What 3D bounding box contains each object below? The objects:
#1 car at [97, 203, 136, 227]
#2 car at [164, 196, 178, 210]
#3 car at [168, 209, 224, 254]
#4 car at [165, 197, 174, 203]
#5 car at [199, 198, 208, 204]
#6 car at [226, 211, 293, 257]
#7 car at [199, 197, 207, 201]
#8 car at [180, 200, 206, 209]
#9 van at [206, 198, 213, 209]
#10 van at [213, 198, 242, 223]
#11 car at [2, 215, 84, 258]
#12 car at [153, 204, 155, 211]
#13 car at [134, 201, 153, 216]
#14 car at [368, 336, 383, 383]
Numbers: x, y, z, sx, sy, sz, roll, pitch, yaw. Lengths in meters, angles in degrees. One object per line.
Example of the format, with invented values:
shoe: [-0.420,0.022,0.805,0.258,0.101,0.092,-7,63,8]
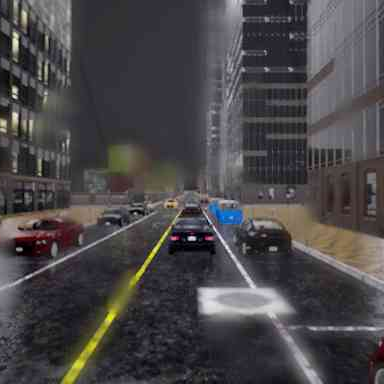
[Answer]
car: [-5.687,1.761,24.607,1.947,1.339,4.313,0,0,0]
car: [-3.003,1.793,48.244,1.882,1.535,5.008,0,-1,0]
car: [0.002,1.671,13.994,2.033,1.411,5.357,0,0,0]
car: [-5.682,2.048,85.491,2.008,1.369,4.403,0,0,0]
car: [2.699,2.035,79.810,1.947,1.339,4.313,0,0,0]
car: [2.692,1.668,13.203,2.008,1.369,4.403,0,0,0]
car: [2.699,1.881,74.130,1.967,1.590,4.097,0,0,0]
car: [0.007,1.728,29.298,1.837,1.490,4.892,0,0,0]
van: [2.778,1.595,36.006,1.690,1.788,3.998,0,0,0]
van: [2.695,1.536,24.609,1.690,1.788,3.998,0,0,0]
car: [-5.689,1.662,13.204,1.887,1.381,4.507,0,-1,0]
car: [-5.814,1.815,43.238,1.752,1.417,4.829,0,0,0]
car: [-5.766,1.820,36.004,1.947,1.339,4.313,0,0,0]
car: [2.690,1.600,1.801,1.802,1.307,4.206,0,-1,0]
